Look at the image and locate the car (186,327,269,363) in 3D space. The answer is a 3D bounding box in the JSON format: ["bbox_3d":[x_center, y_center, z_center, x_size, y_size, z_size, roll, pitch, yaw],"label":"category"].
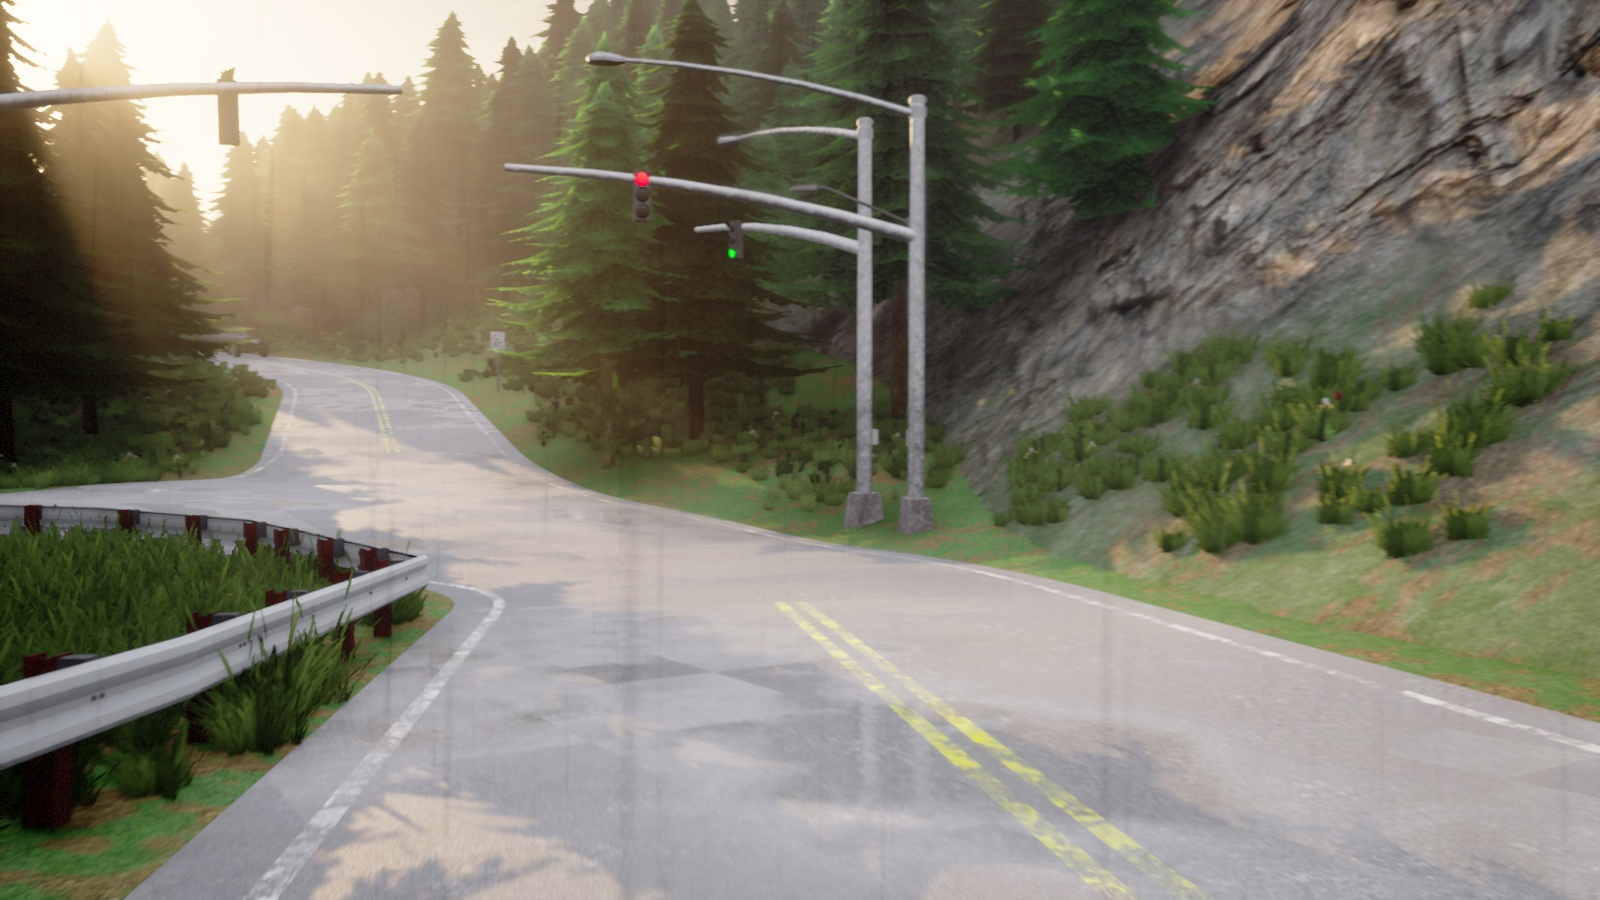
[{"bbox_3d":[-33.192,-6.109,72.822,4.553,1.767,2.097,7,7,30],"label":"car"}]
